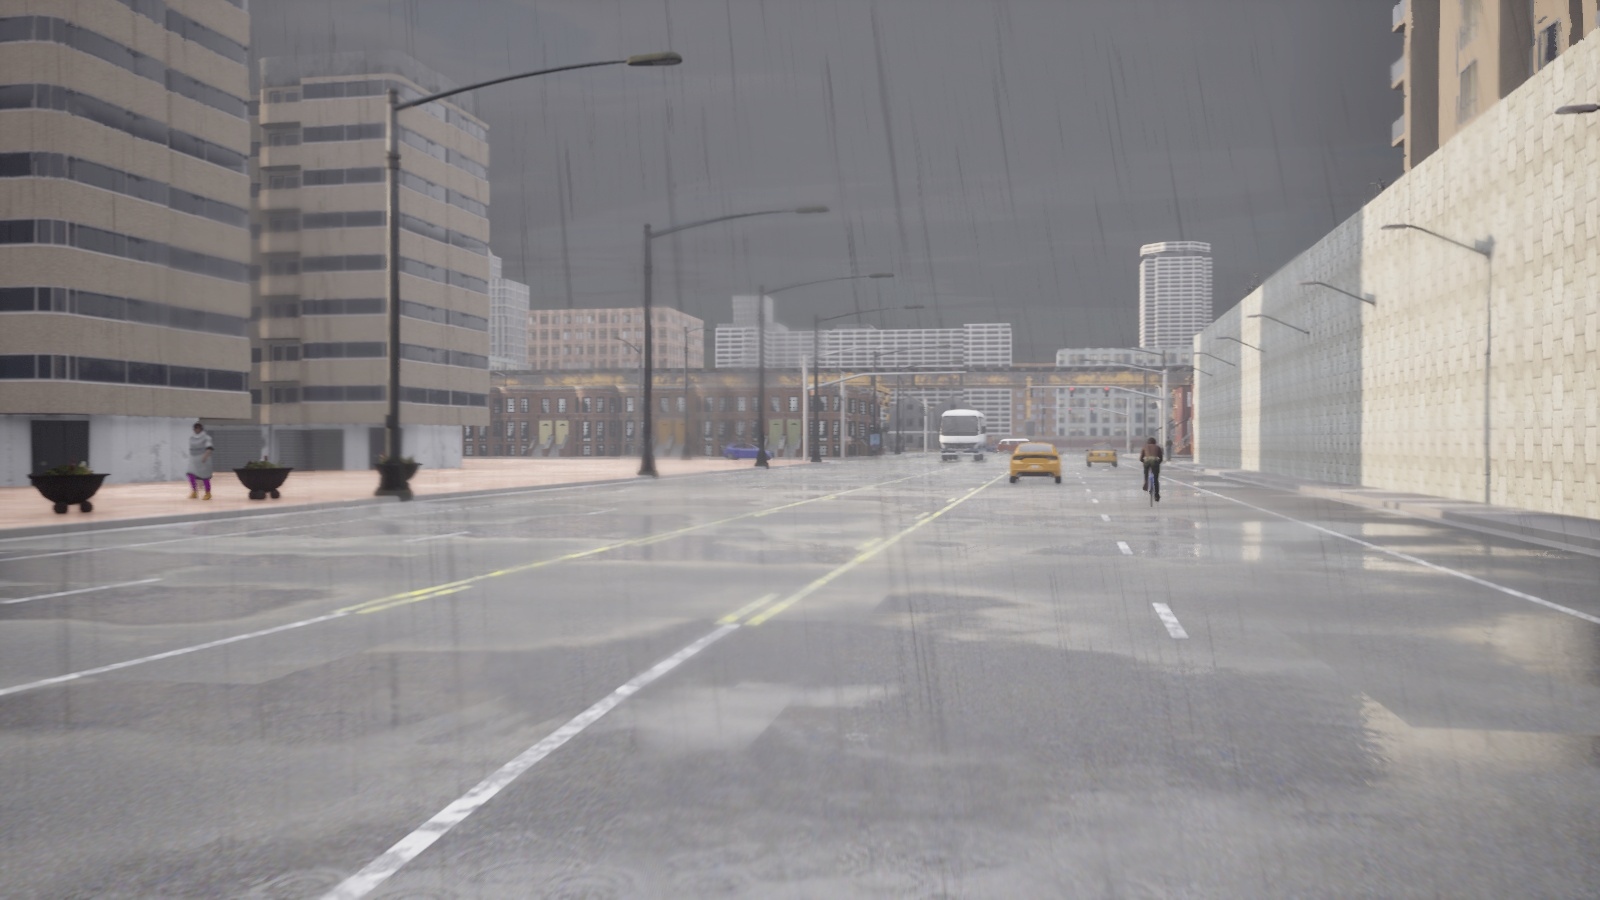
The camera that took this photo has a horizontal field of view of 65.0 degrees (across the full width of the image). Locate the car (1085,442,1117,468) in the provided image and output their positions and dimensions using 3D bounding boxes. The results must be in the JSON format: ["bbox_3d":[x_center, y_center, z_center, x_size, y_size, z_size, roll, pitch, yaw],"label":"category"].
[{"bbox_3d":[18.907,0.267,79.094,1.801,1.575,5.366,0,0,12],"label":"car"}]

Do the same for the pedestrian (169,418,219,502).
[{"bbox_3d":[-14.335,0.234,29.708,0.659,1.952,0.873,0,0,13],"label":"pedestrian"}]

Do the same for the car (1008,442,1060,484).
[{"bbox_3d":[9.049,0.464,48.371,1.882,1.535,5.008,0,0,12],"label":"car"}]
